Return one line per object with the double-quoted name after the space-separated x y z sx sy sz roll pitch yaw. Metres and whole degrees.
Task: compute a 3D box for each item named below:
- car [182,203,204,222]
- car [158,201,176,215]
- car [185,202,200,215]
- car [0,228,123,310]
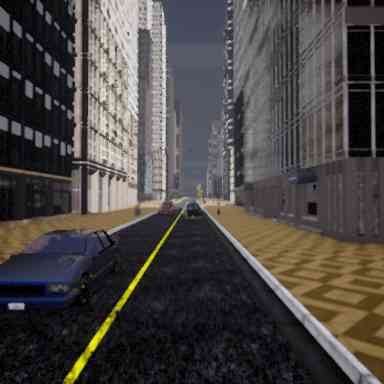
0.096 1.956 31.714 2.128 1.511 4.902 0 -1 0 "car"
-3.097 1.967 42.210 2.097 1.767 4.553 0 -1 0 "car"
0.094 2.131 42.918 1.837 1.490 4.892 0 0 0 "car"
-3.098 1.674 8.539 2.033 1.411 5.357 0 -1 0 "car"
